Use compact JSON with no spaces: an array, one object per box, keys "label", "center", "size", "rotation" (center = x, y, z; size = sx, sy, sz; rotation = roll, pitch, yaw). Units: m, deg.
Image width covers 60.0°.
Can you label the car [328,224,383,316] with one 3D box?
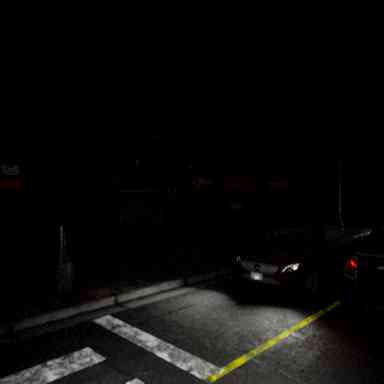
[{"label":"car","center":[4.772,1.373,6.673],"size":[2.097,1.767,4.553],"rotation":[-1,-1,45]}]

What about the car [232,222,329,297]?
[{"label":"car","center":[2.986,1.566,8.920],"size":[1.812,1.442,4.674],"rotation":[0,0,43]}]
